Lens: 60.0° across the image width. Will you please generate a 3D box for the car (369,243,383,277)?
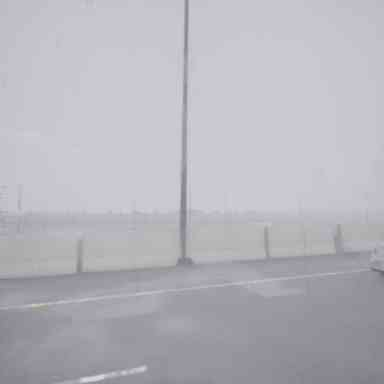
[{"bbox_3d":[7.133,1.752,9.331,4.674,1.442,1.812,1,-1,-22],"label":"car"}]
